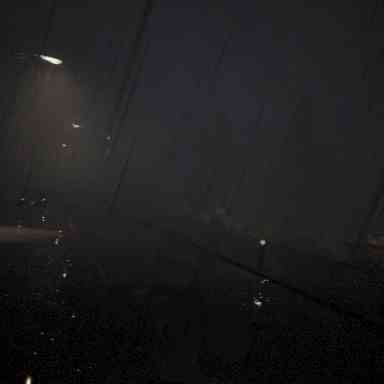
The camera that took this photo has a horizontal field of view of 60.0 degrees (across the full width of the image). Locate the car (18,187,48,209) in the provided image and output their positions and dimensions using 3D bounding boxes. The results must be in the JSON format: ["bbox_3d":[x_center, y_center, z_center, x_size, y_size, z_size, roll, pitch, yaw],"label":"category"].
[{"bbox_3d":[-12.078,0.393,25.368,1.812,1.442,4.674,4,1,-24],"label":"car"}]
